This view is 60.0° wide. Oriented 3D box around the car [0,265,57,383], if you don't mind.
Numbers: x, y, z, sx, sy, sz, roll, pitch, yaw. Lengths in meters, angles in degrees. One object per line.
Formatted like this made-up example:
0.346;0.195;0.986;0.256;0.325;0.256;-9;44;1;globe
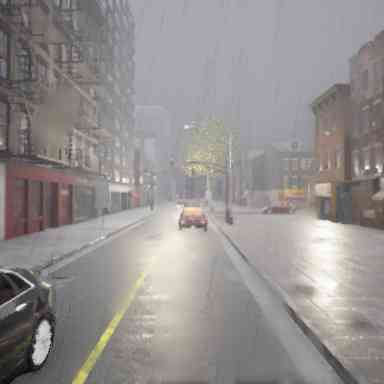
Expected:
-2.851;1.544;2.945;1.837;1.490;4.892;0;-1;0;car

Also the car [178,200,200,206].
0.001;1.749;32.296;2.097;1.767;4.553;0;-1;0;car

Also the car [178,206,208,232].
0.068;1.876;22.387;1.895;1.301;4.718;0;-1;0;car

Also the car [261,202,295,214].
10.926;2.035;42.414;4.097;1.590;1.967;0;-1;0;car
